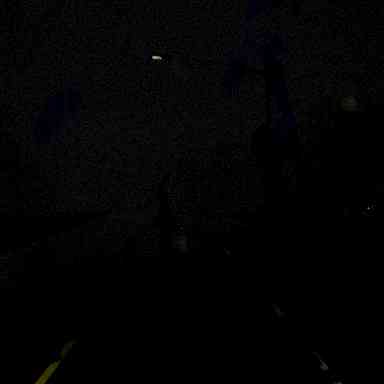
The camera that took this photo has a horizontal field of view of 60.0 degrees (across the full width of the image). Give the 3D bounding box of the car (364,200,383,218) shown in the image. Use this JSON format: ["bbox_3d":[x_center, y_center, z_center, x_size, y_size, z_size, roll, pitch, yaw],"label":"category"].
[{"bbox_3d":[18.188,1.496,30.105,4.553,1.767,2.097,0,-4,3],"label":"car"}]
